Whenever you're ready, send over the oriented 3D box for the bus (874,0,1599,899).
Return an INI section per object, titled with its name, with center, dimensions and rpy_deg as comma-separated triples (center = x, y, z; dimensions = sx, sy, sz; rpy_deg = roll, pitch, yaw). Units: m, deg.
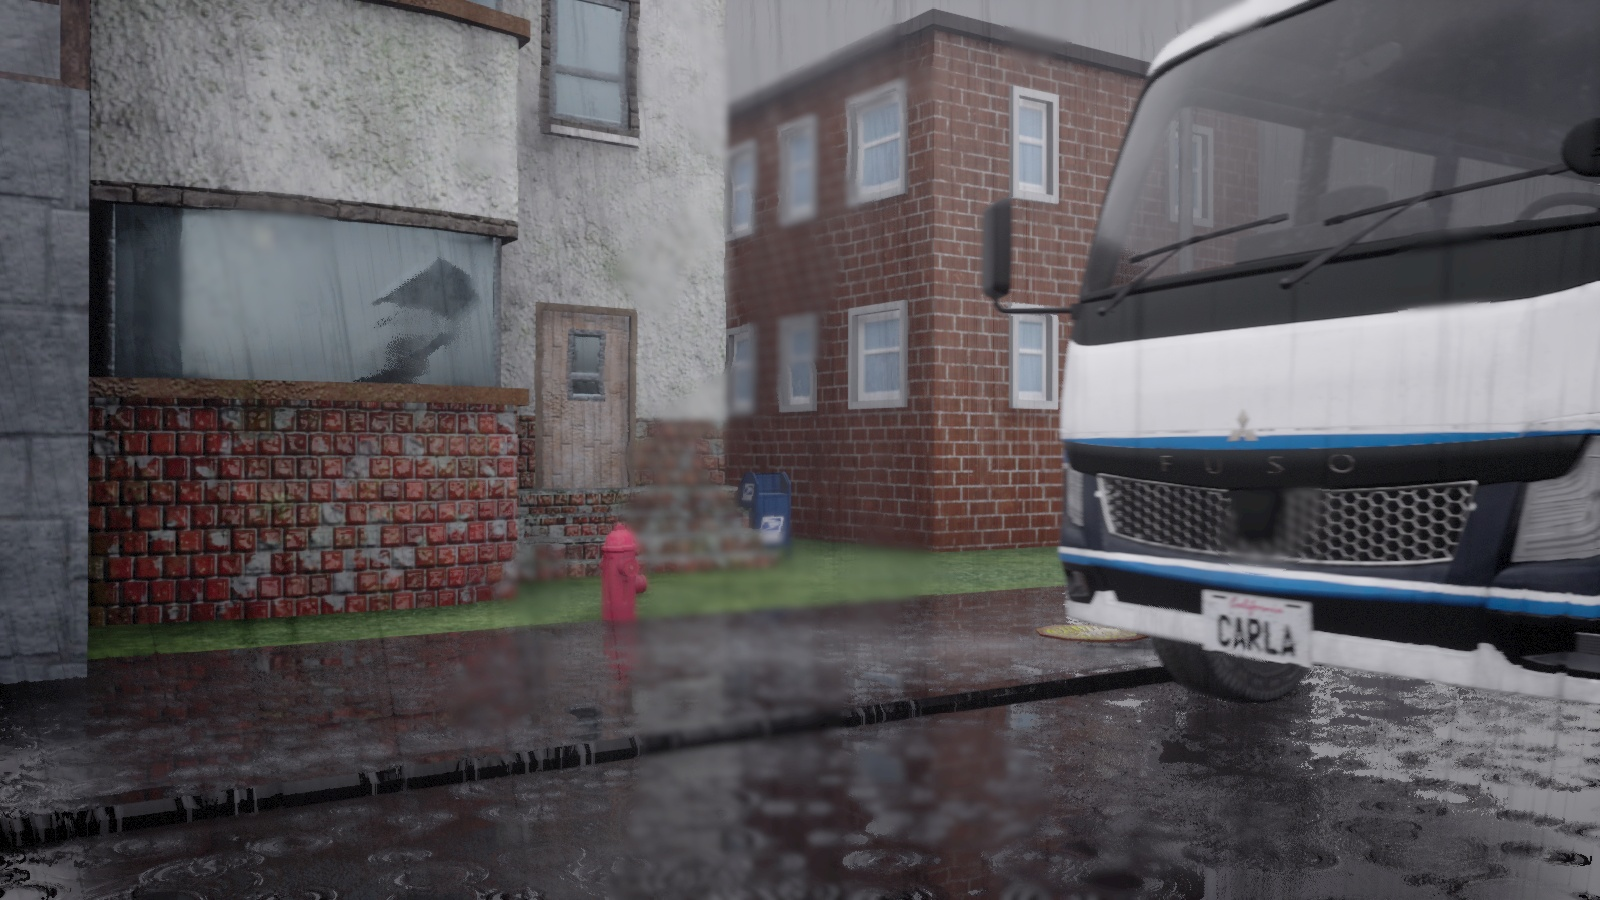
[bus]
center = 5.870, -0.624, 7.933
dimensions = 10.273, 4.253, 3.944
rpy_deg = 0, -1, -30
